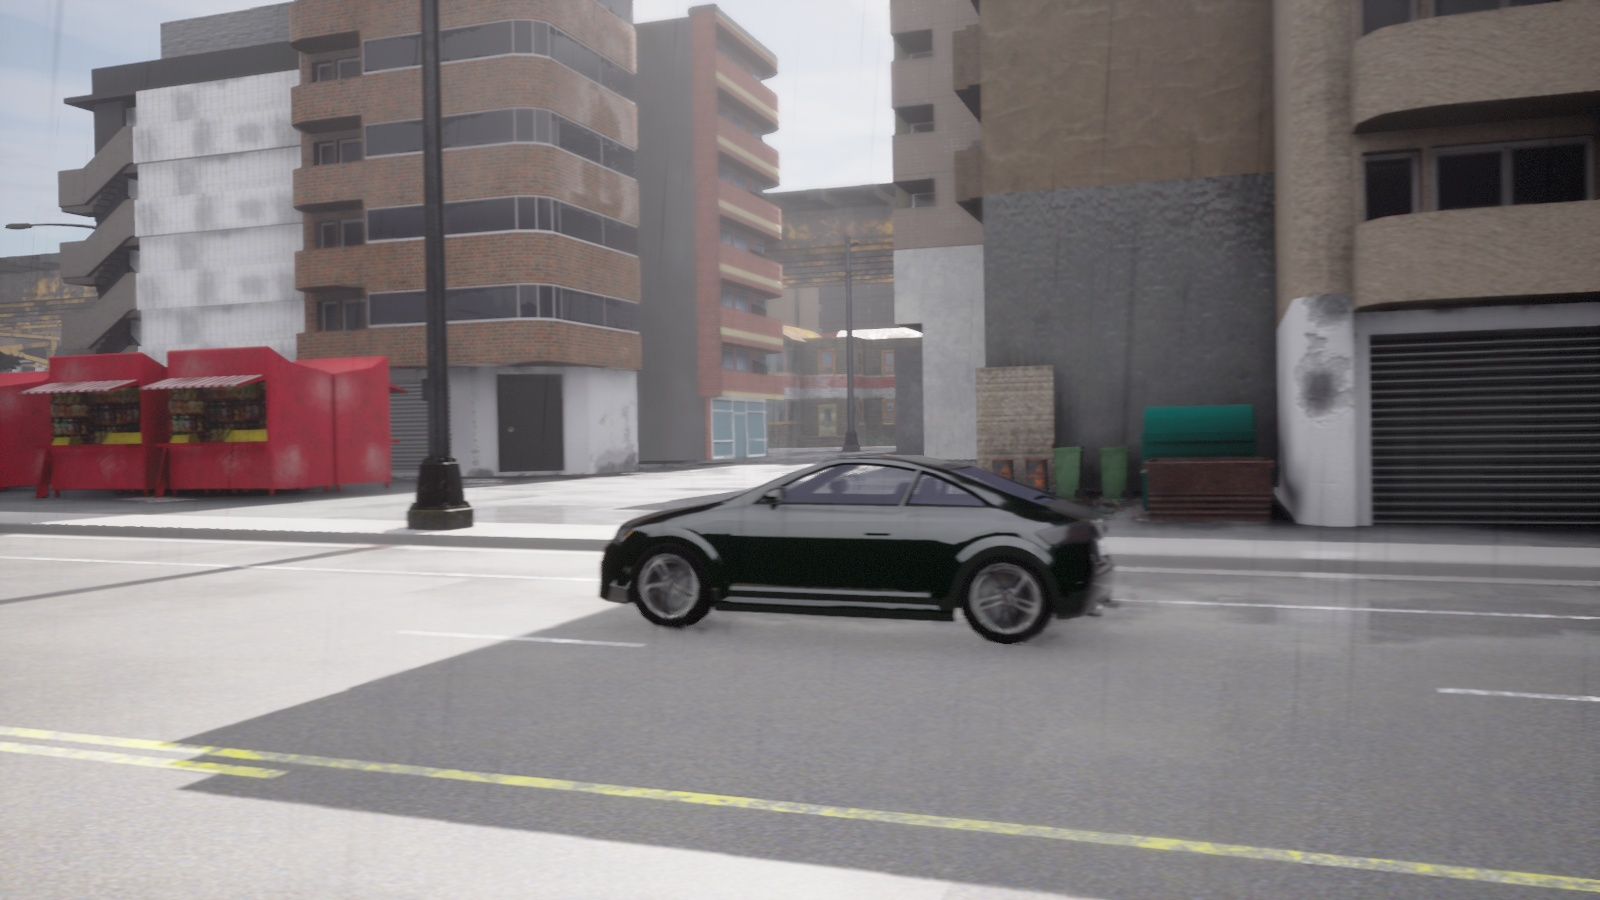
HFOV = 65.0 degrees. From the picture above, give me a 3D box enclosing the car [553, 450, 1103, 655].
[{"bbox_3d":[0.292,0.724,10.481,4.181,1.385,1.994,1,1,19],"label":"car"}]
